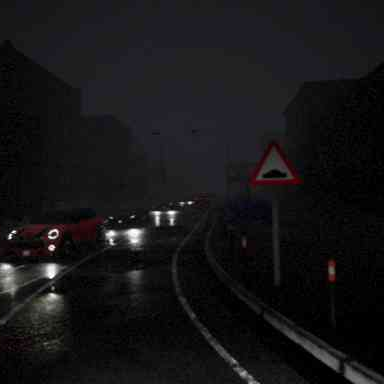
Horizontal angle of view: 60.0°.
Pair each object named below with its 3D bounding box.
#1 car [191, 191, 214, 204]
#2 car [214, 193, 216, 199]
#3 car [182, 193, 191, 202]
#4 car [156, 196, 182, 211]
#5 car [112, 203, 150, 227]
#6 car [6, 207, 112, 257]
[{"bbox_3d":[1.506,0.869,45.131,2.033,1.411,5.357,-2,1,6],"label":"car"},{"bbox_3d":[3.543,0.577,64.156,1.837,1.490,4.892,-2,0,7],"label":"car"},{"bbox_3d":[-0.725,0.853,53.477,2.033,1.411,5.357,-2,1,7],"label":"car"},{"bbox_3d":[-2.655,1.172,36.128,1.812,1.442,4.674,-2,1,6],"label":"car"},{"bbox_3d":[-4.139,1.486,22.594,1.812,1.442,4.674,-2,1,6],"label":"car"},{"bbox_3d":[-5.292,1.460,13.486,2.097,1.767,4.553,-2,0,9],"label":"car"}]
